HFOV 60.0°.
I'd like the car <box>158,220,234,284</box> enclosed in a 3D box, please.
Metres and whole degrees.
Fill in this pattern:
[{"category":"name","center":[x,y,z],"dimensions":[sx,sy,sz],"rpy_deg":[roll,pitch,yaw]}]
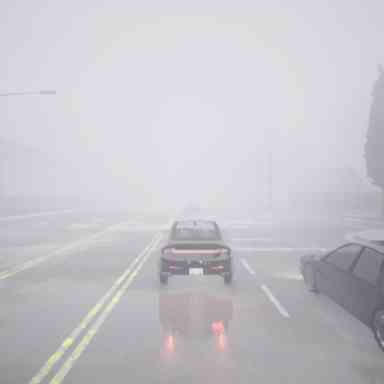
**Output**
[{"category":"car","center":[0.090,1.576,9.834],"dimensions":[2.128,1.511,4.902],"rpy_deg":[0,-1,0]}]

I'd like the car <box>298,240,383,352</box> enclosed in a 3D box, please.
[{"category":"car","center":[3.594,1.599,5.987],"dimensions":[2.033,1.411,5.357],"rpy_deg":[0,0,0]}]

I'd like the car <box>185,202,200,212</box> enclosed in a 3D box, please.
[{"category":"car","center":[0.059,1.971,43.557],"dimensions":[1.895,1.301,4.718],"rpy_deg":[0,0,0]}]
